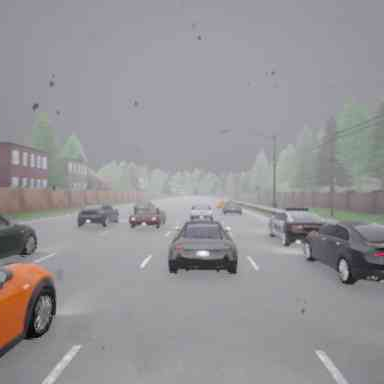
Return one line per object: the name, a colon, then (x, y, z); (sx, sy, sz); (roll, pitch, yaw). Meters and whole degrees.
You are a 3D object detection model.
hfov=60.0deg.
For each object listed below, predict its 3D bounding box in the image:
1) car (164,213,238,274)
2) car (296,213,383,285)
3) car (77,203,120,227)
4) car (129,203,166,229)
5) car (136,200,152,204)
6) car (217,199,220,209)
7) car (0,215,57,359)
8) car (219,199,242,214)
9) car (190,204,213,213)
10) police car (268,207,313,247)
car: (0.342, 1.616, 10.844); (1.994, 1.385, 4.181); (1, 0, 2)
car: (4.765, 1.601, 9.776); (1.837, 1.490, 4.892); (1, 0, 2)
car: (-6.342, 1.540, 22.937); (1.837, 1.490, 4.892); (1, 0, 2)
car: (-2.856, 1.669, 22.386); (1.895, 1.301, 4.718); (1, 0, 2)
car: (-5.871, 1.681, 40.816); (1.994, 1.385, 4.181); (1, 0, 2)
car: (4.796, 1.753, 50.717); (1.882, 1.535, 5.008); (1, 0, 2)
car: (-3.344, 1.333, 3.754); (2.097, 1.767, 4.553); (1, 0, 1)
car: (4.471, 1.778, 37.674); (1.994, 1.385, 4.181); (1, 0, 2)
car: (0.816, 1.737, 28.886); (1.895, 1.301, 4.718); (1, 0, 2)
police car: (4.927, 1.549, 15.884); (1.930, 1.638, 5.238); (1, 0, 2)
